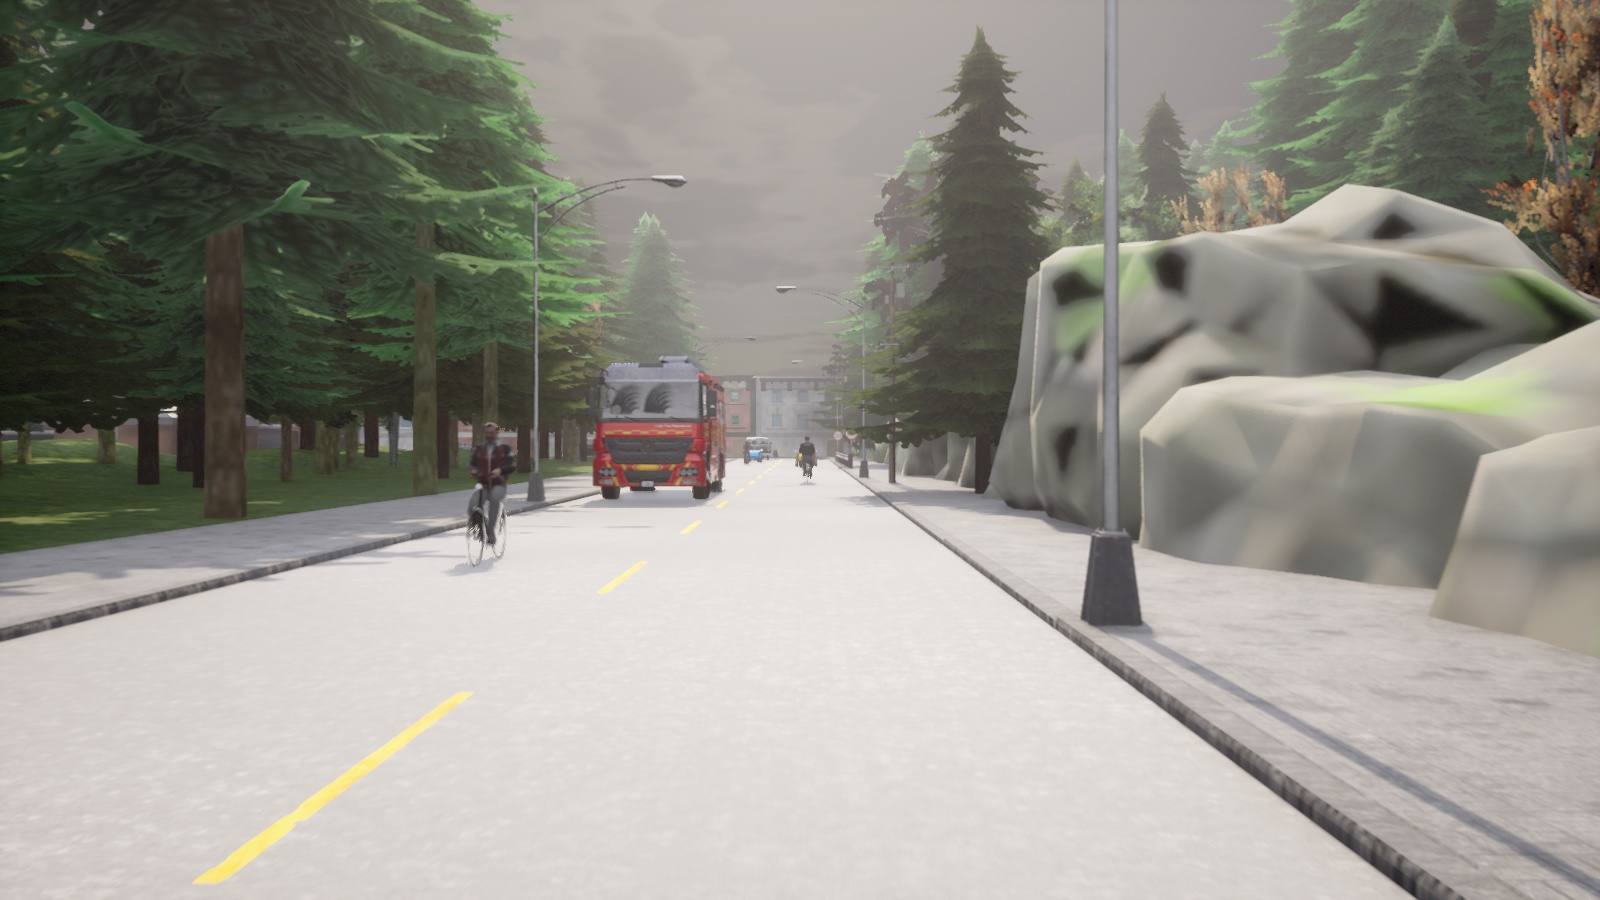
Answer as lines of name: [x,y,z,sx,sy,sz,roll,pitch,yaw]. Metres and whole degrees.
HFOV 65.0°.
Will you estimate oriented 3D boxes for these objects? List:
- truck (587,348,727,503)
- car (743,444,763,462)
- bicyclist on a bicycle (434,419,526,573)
truck: [-3.789,-0.620,35.280,2.891,3.827,8.468,0,0,0]
car: [-3.583,0.255,96.299,1.481,1.376,2.207,0,0,0]
bicyclist on a bicycle: [-3.899,0.527,15.436,0.659,1.776,1.843,0,0,0]
